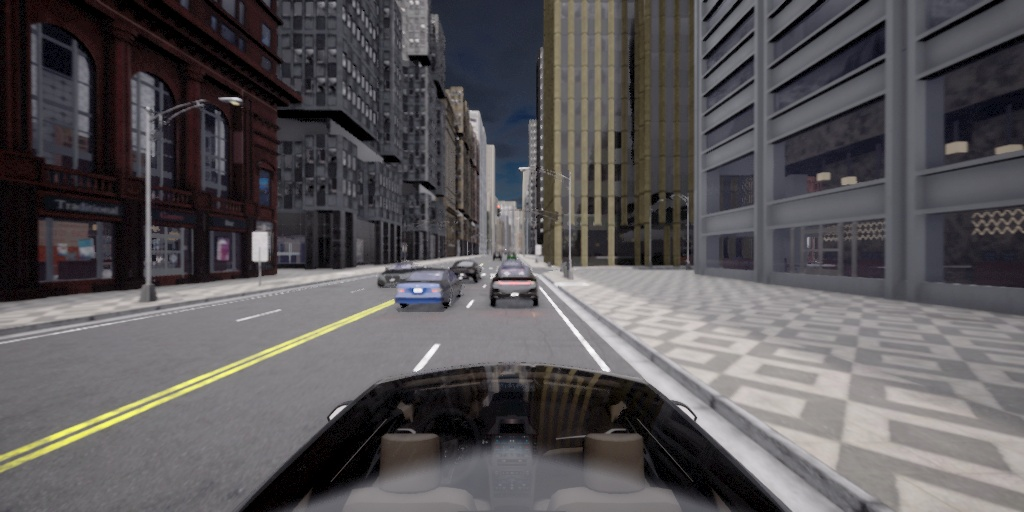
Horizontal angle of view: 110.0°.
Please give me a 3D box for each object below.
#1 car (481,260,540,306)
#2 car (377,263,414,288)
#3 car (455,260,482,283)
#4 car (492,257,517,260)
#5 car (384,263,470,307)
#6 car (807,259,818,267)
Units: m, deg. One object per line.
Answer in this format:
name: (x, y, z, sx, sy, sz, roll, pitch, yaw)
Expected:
car: (0.091, 1.115, 14.856, 2.128, 1.511, 4.902, 0, 1, 0)
car: (-6.582, 1.116, 21.715, 1.994, 1.385, 4.181, 0, 1, 0)
car: (-3.162, 0.992, 25.035, 1.882, 1.535, 5.008, 0, 1, 0)
car: (-0.013, 1.013, 24.285, 2.128, 1.511, 4.902, 0, 1, 0)
car: (-3.159, 1.174, 14.574, 2.033, 1.411, 5.357, 0, 1, 0)
car: (36.035, 0.735, 40.701, 4.181, 1.385, 1.994, 0, 0, 0)
